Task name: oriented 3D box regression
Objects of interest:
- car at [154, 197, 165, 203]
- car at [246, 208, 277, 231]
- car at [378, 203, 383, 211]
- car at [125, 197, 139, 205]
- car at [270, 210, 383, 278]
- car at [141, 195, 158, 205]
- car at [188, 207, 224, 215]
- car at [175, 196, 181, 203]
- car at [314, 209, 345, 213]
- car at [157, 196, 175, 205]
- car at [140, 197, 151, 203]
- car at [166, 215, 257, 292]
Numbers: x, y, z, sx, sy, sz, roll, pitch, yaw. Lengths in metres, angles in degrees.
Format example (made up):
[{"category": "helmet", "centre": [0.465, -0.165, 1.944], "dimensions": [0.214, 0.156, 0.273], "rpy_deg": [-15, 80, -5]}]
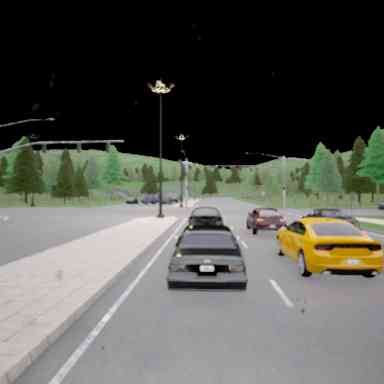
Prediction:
[{"category": "car", "centre": [-8.050, 2.000, 83.295], "dimensions": [2.128, 1.511, 4.902], "rpy_deg": [0, 0, 2]}, {"category": "car", "centre": [4.323, 1.641, 19.663], "dimensions": [1.812, 1.442, 4.674], "rpy_deg": [0, 0, 3]}, {"category": "car", "centre": [26.081, 1.606, 42.075], "dimensions": [4.553, 1.767, 2.097], "rpy_deg": [0, 0, 3]}, {"category": "car", "centre": [-12.208, 1.862, 67.795], "dimensions": [1.882, 1.535, 5.008], "rpy_deg": [0, 0, 3]}, {"category": "car", "centre": [3.971, 1.540, 10.446], "dimensions": [1.882, 1.535, 5.008], "rpy_deg": [0, 0, 3]}, {"category": "car", "centre": [-8.708, 1.606, 67.786], "dimensions": [2.150, 2.045, 5.566], "rpy_deg": [0, 0, 3]}, {"category": "car", "centre": [0.787, 1.588, 19.066], "dimensions": [1.882, 1.535, 5.008], "rpy_deg": [0, 0, 3]}, {"category": "car", "centre": [-4.583, 2.067, 82.440], "dimensions": [1.895, 1.301, 4.718], "rpy_deg": [0, 0, 2]}, {"category": "car", "centre": [7.807, 1.662, 19.271], "dimensions": [2.033, 1.411, 5.357], "rpy_deg": [0, 0, 3]}, {"category": "car", "centre": [-5.246, 1.946, 67.103], "dimensions": [1.994, 1.385, 4.181], "rpy_deg": [0, 0, 3]}, {"category": "car", "centre": [-11.547, 2.026, 83.433], "dimensions": [1.994, 1.385, 4.181], "rpy_deg": [0, 0, 2]}, {"category": "car", "centre": [0.411, 1.601, 9.205], "dimensions": [2.033, 1.411, 5.357], "rpy_deg": [0, 0, 3]}]
